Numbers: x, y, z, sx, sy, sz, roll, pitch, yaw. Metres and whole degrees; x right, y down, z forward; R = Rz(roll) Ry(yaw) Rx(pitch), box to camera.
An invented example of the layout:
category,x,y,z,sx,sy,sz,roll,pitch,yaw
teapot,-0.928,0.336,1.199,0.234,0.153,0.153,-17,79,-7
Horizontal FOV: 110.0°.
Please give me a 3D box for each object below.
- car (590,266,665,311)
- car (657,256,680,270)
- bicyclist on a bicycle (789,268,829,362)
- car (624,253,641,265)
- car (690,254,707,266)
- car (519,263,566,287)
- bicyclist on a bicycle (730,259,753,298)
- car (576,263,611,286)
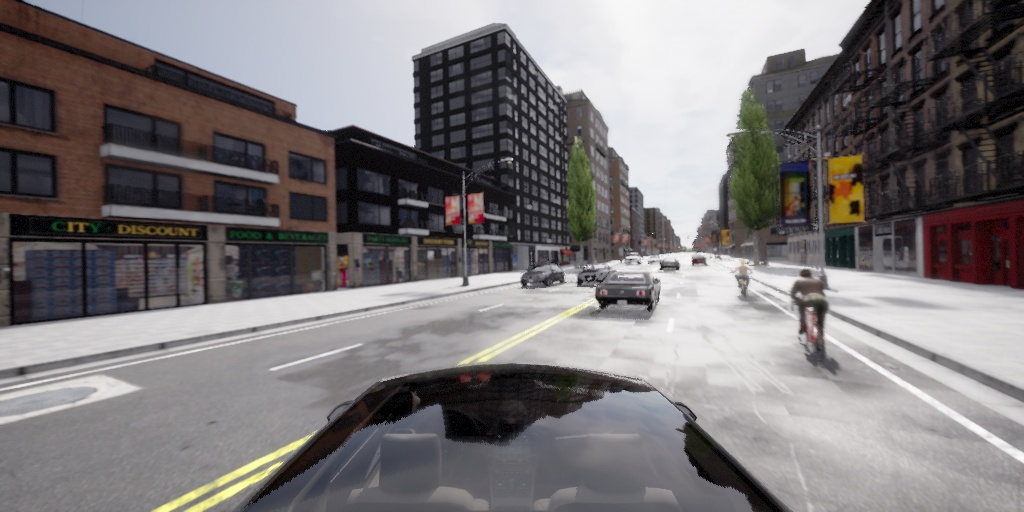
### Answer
category,x,y,z,sx,sy,sz,roll,pitch,yaw
car,4.668,1.242,13.974,1.895,1.301,4.718,-1,0,26
car,18.338,0.872,41.618,1.994,1.385,4.181,-1,0,26
bicyclist on a bicycle,5.613,1.065,6.776,0.582,1.620,1.656,-1,0,26
car,20.685,0.479,61.295,2.150,2.045,5.566,-1,0,27
car,26.792,0.574,51.421,1.882,1.535,5.008,-1,0,27
car,2.172,1.237,24.035,1.812,1.442,4.674,-1,0,26
bicyclist on a bicycle,9.927,0.945,15.441,0.866,1.612,1.509,-1,0,26
car,5.677,1.186,23.795,1.994,1.385,4.181,-1,0,26
